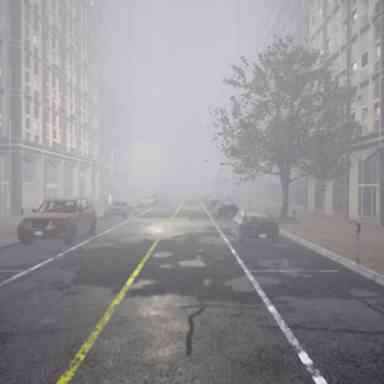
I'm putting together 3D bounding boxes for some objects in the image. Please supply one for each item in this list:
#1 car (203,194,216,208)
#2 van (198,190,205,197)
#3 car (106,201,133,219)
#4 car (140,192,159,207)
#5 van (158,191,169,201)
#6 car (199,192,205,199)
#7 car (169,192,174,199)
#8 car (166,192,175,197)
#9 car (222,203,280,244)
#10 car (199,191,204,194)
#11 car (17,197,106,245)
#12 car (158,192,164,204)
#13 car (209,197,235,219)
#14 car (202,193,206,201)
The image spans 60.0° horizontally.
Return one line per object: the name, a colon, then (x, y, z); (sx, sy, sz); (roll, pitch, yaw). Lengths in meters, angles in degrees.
car: (2.678, 1.210, 37.631); (2.008, 1.369, 4.403); (0, 1, 0)
van: (2.665, 0.417, 94.598); (1.690, 1.788, 3.998); (0, 1, 0)
car: (-5.699, 1.348, 26.237); (1.802, 1.307, 4.206); (0, 1, 0)
car: (-5.704, 1.133, 43.157); (1.752, 1.417, 4.829); (0, 1, 0)
van: (-5.708, 0.779, 60.416); (1.690, 1.788, 3.998); (0, 1, 0)
car: (2.674, 1.059, 54.722); (1.947, 1.339, 4.313); (0, 1, 0)
car: (-5.712, 0.813, 77.508); (2.008, 1.369, 4.403); (0, 1, 0)
car: (-5.714, 0.690, 88.902); (2.008, 1.369, 4.403); (0, 1, 0)
car: (2.683, 1.419, 14.843); (2.008, 1.369, 4.403); (0, 1, 0)
car: (2.673, 0.982, 60.419); (1.887, 1.381, 4.507); (0, 1, 0)
car: (-5.697, 1.184, 14.840); (2.192, 1.841, 5.009); (0, 1, 0)
car: (-5.705, 1.116, 49.023); (1.947, 1.339, 4.313); (0, 1, 0)
car: (2.681, 1.316, 26.237); (2.008, 1.369, 4.403); (0, 1, 0)
car: (2.677, 1.187, 43.329); (1.802, 1.307, 4.206); (0, 1, 0)
